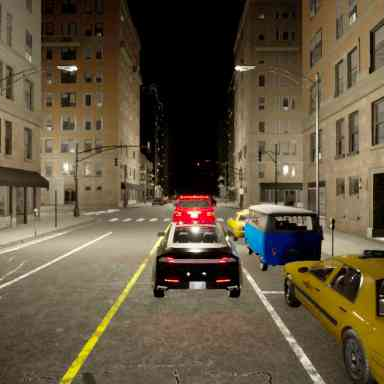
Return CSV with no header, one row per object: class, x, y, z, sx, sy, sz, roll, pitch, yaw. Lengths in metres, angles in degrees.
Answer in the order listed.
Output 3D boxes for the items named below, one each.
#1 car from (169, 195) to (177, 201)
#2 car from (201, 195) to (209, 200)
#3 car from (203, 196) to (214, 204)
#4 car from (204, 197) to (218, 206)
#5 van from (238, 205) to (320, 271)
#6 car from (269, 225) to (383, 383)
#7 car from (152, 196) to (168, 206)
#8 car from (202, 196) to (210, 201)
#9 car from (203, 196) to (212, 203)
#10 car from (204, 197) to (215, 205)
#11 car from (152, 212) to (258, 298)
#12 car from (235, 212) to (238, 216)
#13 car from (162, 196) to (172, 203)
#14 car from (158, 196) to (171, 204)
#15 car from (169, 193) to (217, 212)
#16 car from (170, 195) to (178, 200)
car,-5.043,1.525,87.035,1.752,1.417,4.829,1,0,1
car,3.558,1.548,92.632,2.008,1.369,4.403,1,0,1
car,3.183,1.554,64.981,2.008,1.369,4.403,1,0,1
car,3.033,1.570,53.921,1.947,1.339,4.313,1,0,1
van,2.686,1.343,10.584,1.690,1.788,3.998,1,0,0
car,2.679,1.526,5.080,1.752,1.417,4.829,1,0,0
car,-5.492,1.587,54.032,1.802,1.307,4.206,1,0,1
car,3.408,1.566,81.572,1.947,1.339,4.313,1,0,1
car,3.258,1.547,70.511,1.887,1.381,4.507,1,0,1
car,3.108,1.548,59.451,1.887,1.381,4.507,1,0,1
car,0.105,1.493,8.513,2.128,1.511,4.902,0,0,0
car,2.688,1.528,16.427,1.752,1.417,4.829,1,0,0
car,-5.266,1.548,70.619,1.887,1.381,4.507,1,0,1
car,-5.342,1.555,65.090,2.008,1.369,4.403,1,0,1
car,0.115,1.225,18.699,2.150,2.045,5.566,0,0,0
car,-4.966,1.564,92.734,1.947,1.339,4.313,1,0,1
